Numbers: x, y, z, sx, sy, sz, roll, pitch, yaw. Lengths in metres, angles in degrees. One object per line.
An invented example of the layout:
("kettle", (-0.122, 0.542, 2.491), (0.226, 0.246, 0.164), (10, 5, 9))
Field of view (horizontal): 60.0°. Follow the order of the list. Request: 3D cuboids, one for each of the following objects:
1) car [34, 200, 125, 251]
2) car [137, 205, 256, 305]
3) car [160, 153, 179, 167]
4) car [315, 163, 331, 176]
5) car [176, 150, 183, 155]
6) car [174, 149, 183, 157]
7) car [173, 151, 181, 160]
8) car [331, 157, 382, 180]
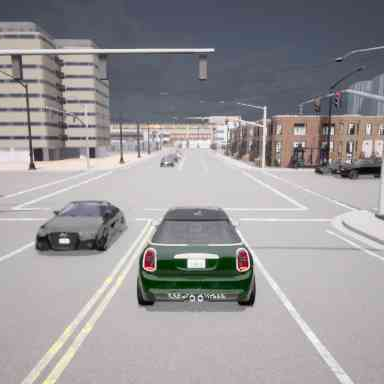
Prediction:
("car", (-3.587, 0.995, 11.299), (1.994, 1.385, 4.181), (0, 6, 0))
("car", (0.084, 1.073, 7.685), (2.097, 1.767, 4.553), (0, 4, 0))
("car", (-3.557, -4.527, 48.884), (2.128, 1.511, 4.902), (0, 9, 1))
("car", (15.455, -2.503, 35.805), (4.181, 1.385, 1.994), (0, 9, 0))
("car", (-3.420, -7.550, 69.322), (1.812, 1.442, 4.674), (0, 9, 0))
("car", (-3.403, -9.949, 84.123), (2.097, 1.767, 4.553), (0, 9, 0))
("car", (-3.508, -6.081, 59.183), (1.882, 1.535, 5.008), (0, 8, 1))
("car", (17.023, -2.322, 32.282), (5.566, 2.045, 2.150), (0, 9, 1))
